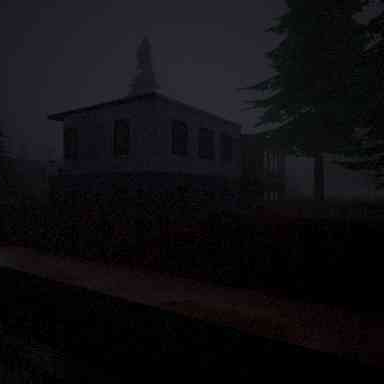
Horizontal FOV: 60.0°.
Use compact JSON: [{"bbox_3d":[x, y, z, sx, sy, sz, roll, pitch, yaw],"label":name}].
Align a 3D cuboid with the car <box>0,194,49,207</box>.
[{"bbox_3d":[-14.753,1.201,29.570,2.150,2.045,5.566,0,0,27],"label":"car"}]
